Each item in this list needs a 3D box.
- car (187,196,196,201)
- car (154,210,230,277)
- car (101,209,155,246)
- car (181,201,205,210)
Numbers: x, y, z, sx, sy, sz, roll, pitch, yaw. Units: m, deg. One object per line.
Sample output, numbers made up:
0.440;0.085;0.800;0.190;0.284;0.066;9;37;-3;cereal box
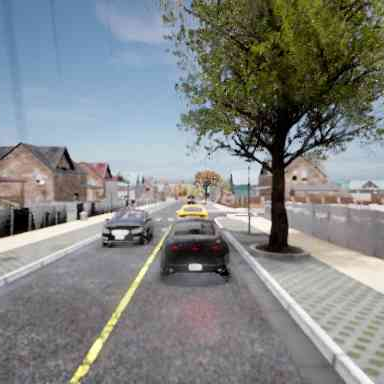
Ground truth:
-0.203;2.263;78.867;1.895;1.301;4.718;0;-1;0;car
0.074;1.544;10.344;1.837;1.490;4.892;0;0;0;car
-2.873;1.556;15.699;2.128;1.511;4.902;0;0;0;car
0.058;1.576;21.526;1.882;1.535;5.008;0;0;0;car
